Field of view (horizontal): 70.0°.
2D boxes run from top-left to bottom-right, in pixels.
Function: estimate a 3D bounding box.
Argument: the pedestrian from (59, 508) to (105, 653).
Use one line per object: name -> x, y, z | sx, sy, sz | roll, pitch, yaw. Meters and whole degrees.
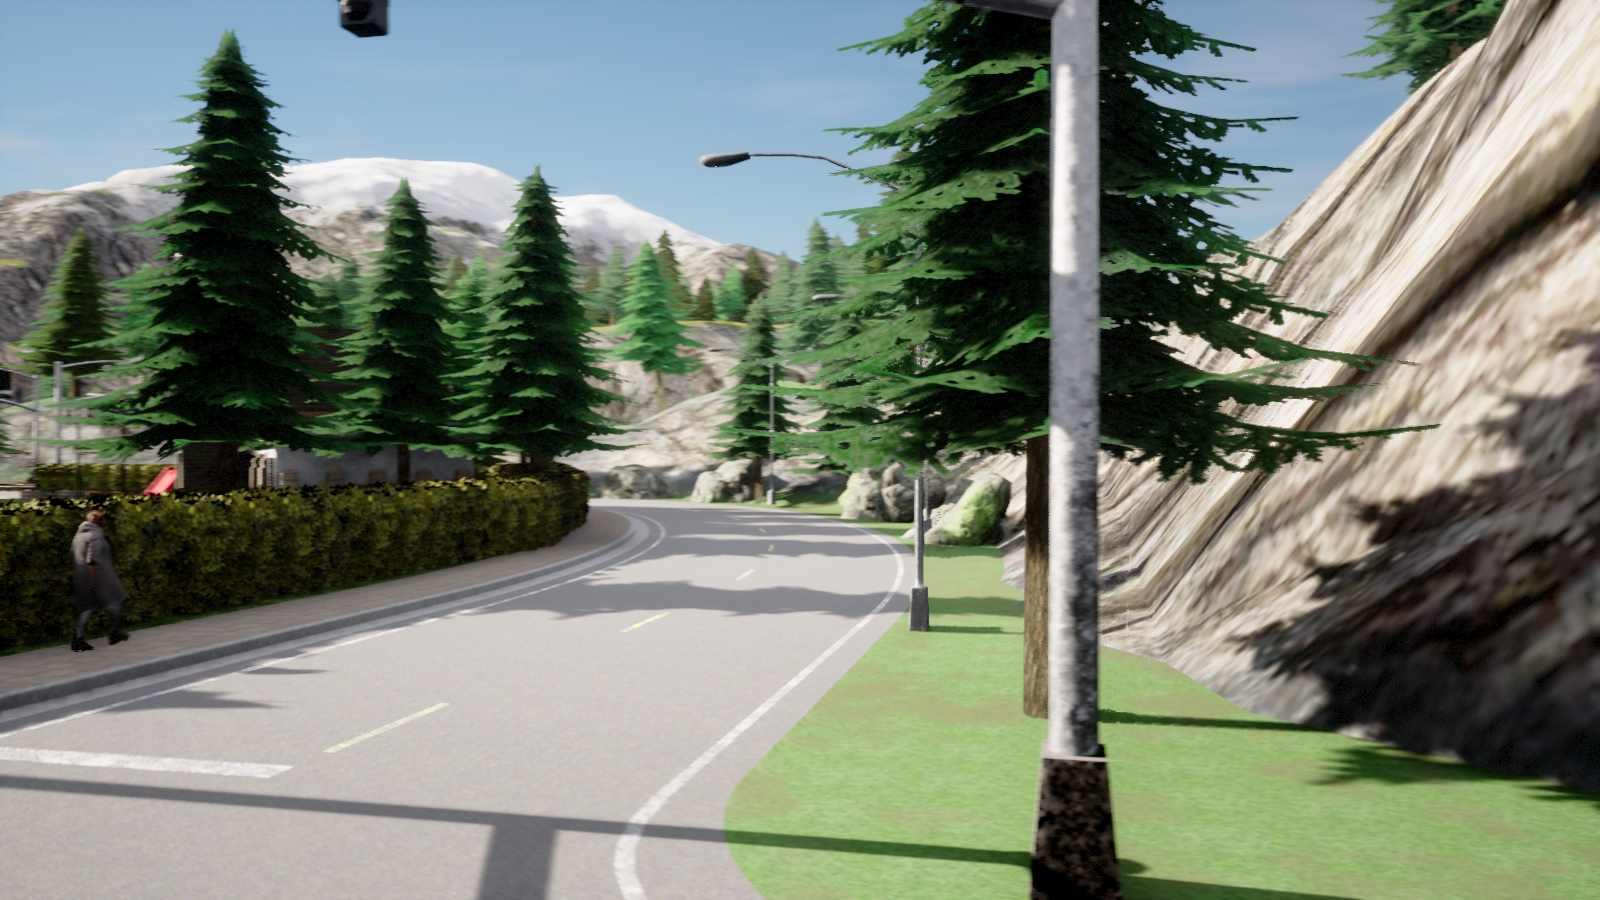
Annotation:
pedestrian -> -9.491, 1.708, 15.106 | 0.375, 1.860, 0.375 | 0, 0, 23
